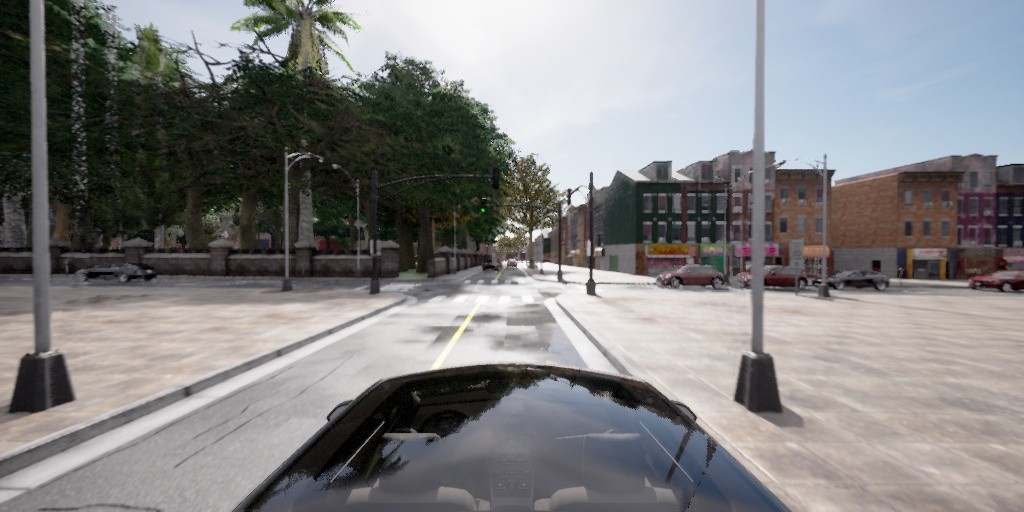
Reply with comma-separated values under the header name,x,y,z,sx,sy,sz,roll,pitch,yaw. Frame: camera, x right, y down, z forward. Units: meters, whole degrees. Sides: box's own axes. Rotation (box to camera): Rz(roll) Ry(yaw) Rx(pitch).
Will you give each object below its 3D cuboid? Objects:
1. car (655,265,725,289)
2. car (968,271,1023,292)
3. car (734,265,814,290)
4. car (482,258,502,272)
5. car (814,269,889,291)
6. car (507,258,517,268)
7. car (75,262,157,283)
name,x,y,z,sx,sy,sz,roll,pitch,yaw
car,11.827,1.320,24.106,4.097,1.591,1.967,0,0,0
car,33.563,1.676,24.103,4.507,1.381,1.888,0,0,0
car,17.261,1.381,24.105,4.097,1.591,1.967,0,0,0
car,-2.817,1.139,47.878,2.097,1.767,4.553,0,0,0
car,22.695,1.569,24.104,4.313,1.339,1.948,0,0,0
car,0.006,1.431,65.163,1.895,1.301,4.718,0,0,0
car,-26.490,1.047,24.111,4.313,1.339,1.948,0,0,0
